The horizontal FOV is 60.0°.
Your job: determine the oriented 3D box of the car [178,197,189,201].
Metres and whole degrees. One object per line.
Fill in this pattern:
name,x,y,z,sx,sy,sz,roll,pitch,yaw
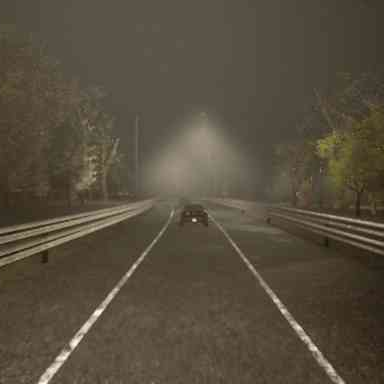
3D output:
car,-1.146,1.521,51.919,2.033,1.411,5.357,0,0,-7

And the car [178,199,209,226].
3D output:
car,0.109,1.511,23.425,1.837,1.490,4.892,1,0,-1
